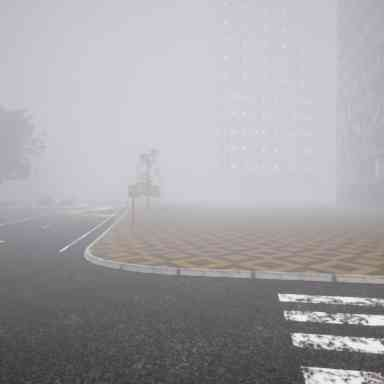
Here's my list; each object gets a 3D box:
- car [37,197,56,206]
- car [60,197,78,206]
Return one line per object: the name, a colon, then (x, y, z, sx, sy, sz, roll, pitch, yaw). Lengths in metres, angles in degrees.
car: (-22.187, 1.421, 50.983, 1.994, 1.385, 4.181, 0, 0, -10)
car: (-18.987, 1.447, 51.555, 1.994, 1.385, 4.181, 0, 0, -10)
